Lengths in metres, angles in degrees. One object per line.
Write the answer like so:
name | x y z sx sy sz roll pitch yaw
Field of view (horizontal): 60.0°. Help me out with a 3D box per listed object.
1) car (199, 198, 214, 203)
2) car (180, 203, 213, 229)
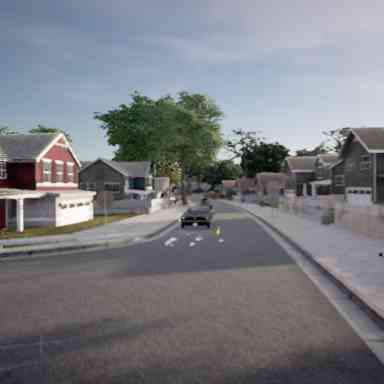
car | 2.058 1.595 47.359 1.837 1.490 4.892 0 0 2
car | 0.388 1.624 21.908 1.895 1.301 4.718 0 0 6
